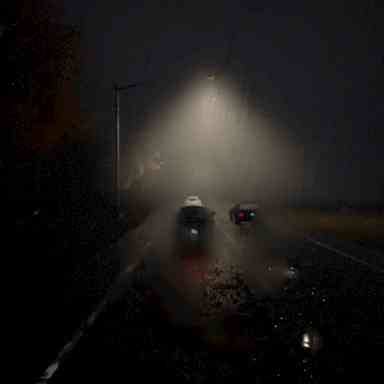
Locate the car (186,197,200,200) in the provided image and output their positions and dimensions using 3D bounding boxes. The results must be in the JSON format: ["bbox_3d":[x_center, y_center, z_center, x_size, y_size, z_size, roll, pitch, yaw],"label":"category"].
[{"bbox_3d":[0.099,1.214,35.458,1.812,1.442,4.674,0,1,0],"label":"car"}]

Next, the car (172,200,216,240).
[{"bbox_3d":[0.100,1.369,16.165,1.837,1.490,4.892,0,1,0],"label":"car"}]

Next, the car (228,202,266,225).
[{"bbox_3d":[3.597,1.355,22.368,2.033,1.411,5.357,0,1,0],"label":"car"}]
